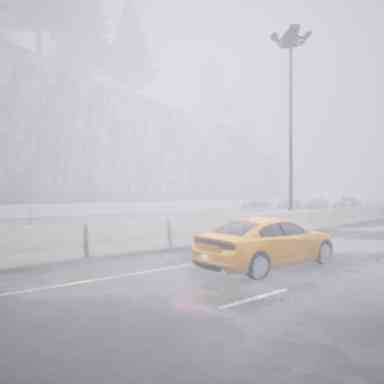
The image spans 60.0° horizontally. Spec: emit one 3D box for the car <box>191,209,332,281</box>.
[{"bbox_3d":[2.288,1.495,10.032,5.008,1.535,1.882,0,0,-38],"label":"car"}]

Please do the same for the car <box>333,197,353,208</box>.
[{"bbox_3d":[18.717,1.410,40.151,2.097,1.767,4.553,0,0,41],"label":"car"}]

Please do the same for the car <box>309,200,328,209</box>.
[{"bbox_3d":[15.736,1.542,42.056,1.882,1.535,5.008,0,0,42],"label":"car"}]
